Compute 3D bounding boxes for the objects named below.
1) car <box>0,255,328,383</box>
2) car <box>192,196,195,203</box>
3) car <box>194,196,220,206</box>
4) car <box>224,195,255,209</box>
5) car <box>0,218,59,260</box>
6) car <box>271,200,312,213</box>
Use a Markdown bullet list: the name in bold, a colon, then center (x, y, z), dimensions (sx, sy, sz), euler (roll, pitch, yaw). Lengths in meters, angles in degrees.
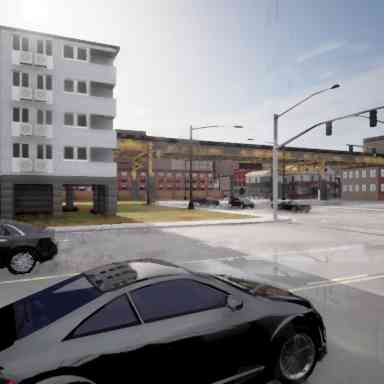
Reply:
- **car**: center (-0.331, 1.564, 4.088), dimensions (4.181, 1.385, 1.994), euler (0, 0, -30)
- **car**: center (0.776, 1.547, 65.825), dimensions (2.033, 1.411, 5.357), euler (0, 0, 3)
- **car**: center (2.735, 1.547, 55.310), dimensions (2.033, 1.411, 5.357), euler (0, 0, -21)
- **car**: center (6.834, 1.505, 46.289), dimensions (1.837, 1.490, 4.892), euler (0, 0, -25)
- **car**: center (-6.240, 1.505, 9.014), dimensions (4.892, 1.490, 1.837), euler (0, 0, -32)
- **car**: center (11.095, 1.601, 37.298), dimensions (1.895, 1.301, 4.718), euler (0, 0, -26)
